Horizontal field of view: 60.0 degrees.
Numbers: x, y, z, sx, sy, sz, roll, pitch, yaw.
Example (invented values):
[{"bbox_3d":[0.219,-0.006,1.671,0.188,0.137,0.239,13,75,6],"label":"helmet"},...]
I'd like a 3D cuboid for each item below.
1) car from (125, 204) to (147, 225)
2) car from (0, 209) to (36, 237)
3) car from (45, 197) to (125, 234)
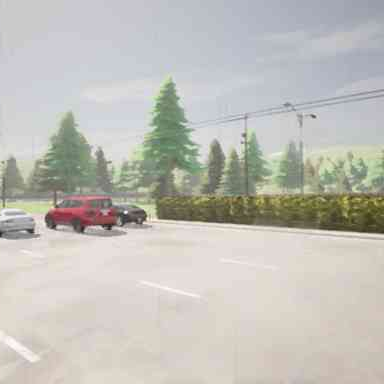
[{"bbox_3d":[-5.294,1.614,23.714,4.892,1.490,1.837,-1,0,41],"label":"car"},{"bbox_3d":[-10.659,1.678,19.091,4.674,1.442,1.812,-1,0,41],"label":"car"},{"bbox_3d":[-6.896,1.339,20.462,5.566,2.045,2.150,-1,0,41],"label":"car"}]
